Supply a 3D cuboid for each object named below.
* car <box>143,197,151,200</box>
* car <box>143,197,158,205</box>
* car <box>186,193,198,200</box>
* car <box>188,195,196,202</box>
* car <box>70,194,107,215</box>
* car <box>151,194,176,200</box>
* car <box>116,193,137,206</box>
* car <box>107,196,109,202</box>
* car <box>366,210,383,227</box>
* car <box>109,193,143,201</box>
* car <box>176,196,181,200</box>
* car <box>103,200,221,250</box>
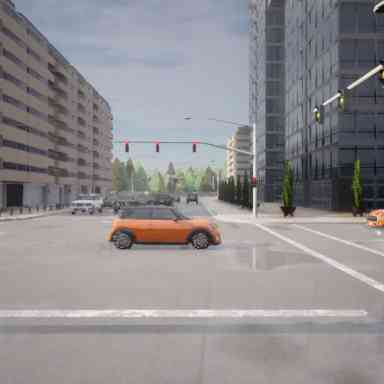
[{"bbox_3d":[-7.334,1.547,48.336,2.033,1.411,5.357,0,0,1],"label":"car"},{"bbox_3d":[-7.198,1.564,58.356,1.994,1.385,4.181,0,0,1],"label":"car"},{"bbox_3d":[0.050,1.221,63.804,2.150,2.045,5.566,0,0,1],"label":"car"},{"bbox_3d":[0.083,1.500,74.517,1.837,1.490,4.892,0,0,1],"label":"car"},{"bbox_3d":[-10.935,1.221,34.917,2.150,2.045,5.566,0,0,-1],"label":"car"},{"bbox_3d":[-3.675,1.221,43.850,2.150,2.045,5.566,0,0,0],"label":"car"},{"bbox_3d":[-10.747,1.221,54.962,2.150,2.045,5.566,0,0,1],"label":"car"},{"bbox_3d":[-10.876,1.352,44.761,2.097,1.767,4.553,0,0,1],"label":"car"},{"bbox_3d":[13.575,1.407,21.083,4.553,1.767,2.097,0,0,0],"label":"car"},{"bbox_3d":[-7.426,1.221,38.092,2.150,2.045,5.566,0,0,1],"label":"car"},{"bbox_3d":[-3.381,1.493,70.189,2.128,1.511,4.902,0,0,1],"label":"car"},{"bbox_3d":[-1.075,1.378,13.928,4.553,1.767,2.097,0,0,0],"label":"car"}]
